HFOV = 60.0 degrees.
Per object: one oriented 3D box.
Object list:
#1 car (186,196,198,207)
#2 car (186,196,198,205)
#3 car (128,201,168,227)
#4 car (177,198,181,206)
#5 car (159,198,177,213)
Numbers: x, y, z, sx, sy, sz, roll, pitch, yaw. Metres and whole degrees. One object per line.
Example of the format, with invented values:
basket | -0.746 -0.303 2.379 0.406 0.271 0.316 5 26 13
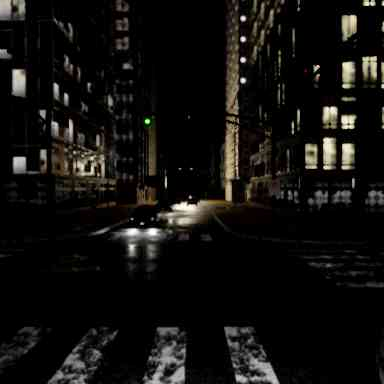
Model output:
car | 0.022 1.630 54.212 2.033 1.411 5.357 0 0 0
car | 0.026 1.598 64.629 2.128 1.511 4.902 0 0 0
car | -3.089 1.573 23.245 2.033 1.411 5.357 0 0 0
car | -2.976 1.695 58.779 1.895 1.301 4.718 0 0 0
car | -3.075 1.555 37.655 1.837 1.490 4.892 0 0 0
